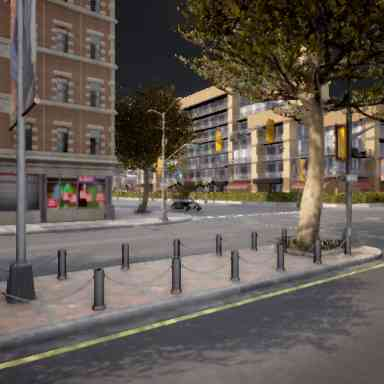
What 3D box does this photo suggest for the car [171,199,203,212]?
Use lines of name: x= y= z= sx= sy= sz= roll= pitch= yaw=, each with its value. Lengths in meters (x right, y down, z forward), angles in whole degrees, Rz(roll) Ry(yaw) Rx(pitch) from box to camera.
car: x=-0.622 y=1.494 z=38.647 sx=1.994 sy=1.385 sz=4.181 roll=0 pitch=0 yaw=-36
